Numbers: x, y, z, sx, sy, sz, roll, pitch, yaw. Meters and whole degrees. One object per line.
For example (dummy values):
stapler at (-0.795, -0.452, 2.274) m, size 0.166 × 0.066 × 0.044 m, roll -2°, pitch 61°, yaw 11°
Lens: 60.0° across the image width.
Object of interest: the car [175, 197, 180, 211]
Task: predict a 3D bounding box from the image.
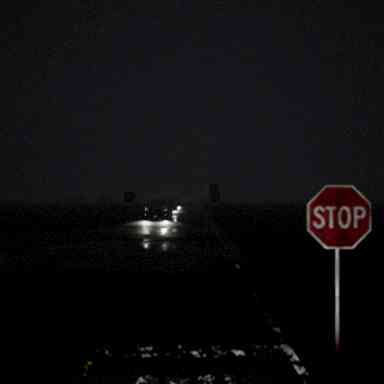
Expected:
car at (-2.841, 1.567, 42.718) m, size 1.837 × 1.490 × 4.892 m, roll 0°, pitch 0°, yaw 0°

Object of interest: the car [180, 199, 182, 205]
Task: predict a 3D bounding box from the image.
car at (-2.817, 1.588, 56.741) m, size 2.128 × 1.511 × 4.902 m, roll 0°, pitch 0°, yaw 0°

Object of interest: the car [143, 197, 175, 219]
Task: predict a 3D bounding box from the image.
car at (-2.899, 1.387, 29.002) m, size 2.097 × 1.767 × 4.553 m, roll 0°, pitch 0°, yaw 2°
